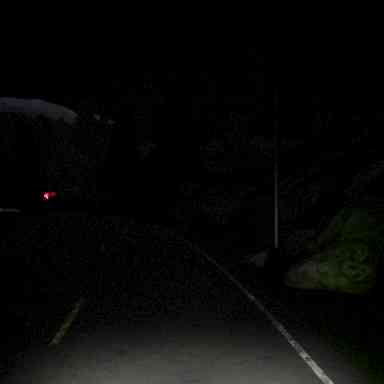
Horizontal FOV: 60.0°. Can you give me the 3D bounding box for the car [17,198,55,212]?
[{"bbox_3d":[-17.039,1.370,36.216,4.902,1.511,2.128,0,0,31],"label":"car"}]
